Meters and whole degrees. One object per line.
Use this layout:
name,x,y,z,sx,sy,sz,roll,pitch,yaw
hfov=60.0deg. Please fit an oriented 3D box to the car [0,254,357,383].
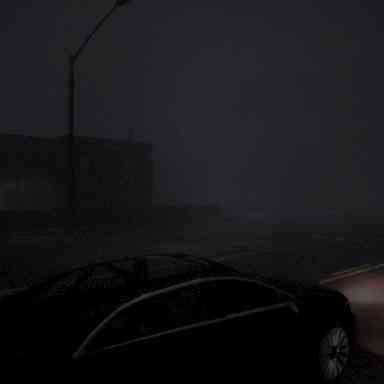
car,-0.059,1.488,3.762,4.902,1.511,2.128,0,0,-35
